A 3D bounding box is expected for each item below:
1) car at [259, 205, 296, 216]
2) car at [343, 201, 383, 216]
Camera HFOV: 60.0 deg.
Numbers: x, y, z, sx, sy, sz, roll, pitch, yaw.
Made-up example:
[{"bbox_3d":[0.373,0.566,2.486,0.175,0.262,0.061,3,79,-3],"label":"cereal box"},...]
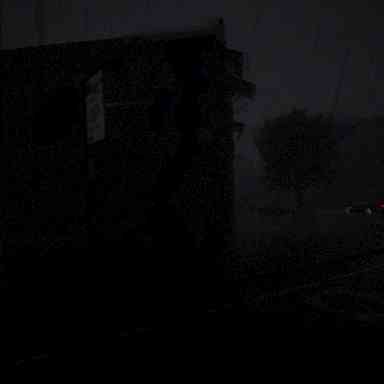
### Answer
[{"bbox_3d":[10.692,2.328,41.753,1.895,1.301,4.718,-4,0,-33],"label":"car"},{"bbox_3d":[18.379,1.670,35.485,2.128,1.511,4.902,-3,-1,-18],"label":"car"}]
